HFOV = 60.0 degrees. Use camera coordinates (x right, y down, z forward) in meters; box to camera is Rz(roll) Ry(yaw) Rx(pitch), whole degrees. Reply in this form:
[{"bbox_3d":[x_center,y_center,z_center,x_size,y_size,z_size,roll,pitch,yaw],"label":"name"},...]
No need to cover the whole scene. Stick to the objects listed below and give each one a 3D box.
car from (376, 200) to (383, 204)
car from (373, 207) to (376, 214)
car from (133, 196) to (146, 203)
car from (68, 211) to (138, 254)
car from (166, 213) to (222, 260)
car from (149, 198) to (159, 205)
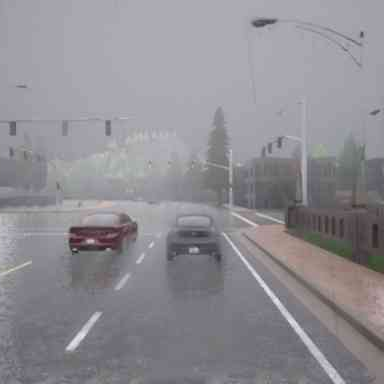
[{"bbox_3d":[21.026,1.576,32.143,5.008,1.535,1.882,0,0,0],"label":"car"},{"bbox_3d":[21.028,1.587,35.643,5.008,1.535,1.882,0,0,0],"label":"car"},{"bbox_3d":[-12.303,1.762,77.425,2.128,1.511,4.902,0,0,-29],"label":"car"},{"bbox_3d":[-3.438,1.520,13.703,1.882,1.535,5.008,0,0,0],"label":"car"},{"bbox_3d":[0.075,1.544,12.615,1.837,1.490,4.892,0,0,0],"label":"car"},{"bbox_3d":[-7.176,1.791,62.294,1.895,1.301,4.718,0,0,-7],"label":"car"}]
